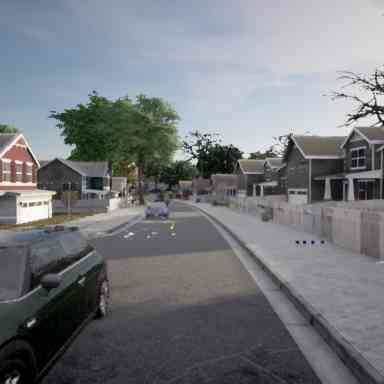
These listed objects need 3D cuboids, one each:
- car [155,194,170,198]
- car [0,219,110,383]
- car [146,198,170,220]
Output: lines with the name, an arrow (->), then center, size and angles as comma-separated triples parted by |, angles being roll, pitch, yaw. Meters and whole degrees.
car -> -4.810, 1.292, 54.815 | 2.150, 2.045, 5.566 | 0, 0, -6
car -> -2.607, 1.349, 4.316 | 2.097, 1.767, 4.553 | 0, 0, 1
car -> -2.927, 1.564, 28.811 | 1.812, 1.442, 4.674 | 0, 0, -3
